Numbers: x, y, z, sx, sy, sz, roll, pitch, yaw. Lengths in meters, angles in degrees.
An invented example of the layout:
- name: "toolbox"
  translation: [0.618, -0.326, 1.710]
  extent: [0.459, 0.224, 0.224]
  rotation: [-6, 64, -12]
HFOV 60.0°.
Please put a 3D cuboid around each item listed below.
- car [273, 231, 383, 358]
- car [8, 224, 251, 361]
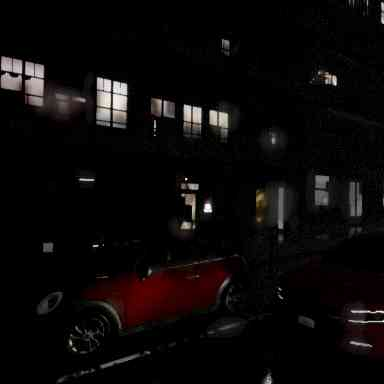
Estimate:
- name: "car"
  translation: [3.574, 1.479, 5.945]
  extent: [5.008, 1.535, 1.882]
  rotation: [0, 0, -36]
- name: "car"
  translation: [-0.928, 1.441, 5.886]
  extent: [4.097, 1.590, 1.967]
  rotation: [0, 1, -36]
